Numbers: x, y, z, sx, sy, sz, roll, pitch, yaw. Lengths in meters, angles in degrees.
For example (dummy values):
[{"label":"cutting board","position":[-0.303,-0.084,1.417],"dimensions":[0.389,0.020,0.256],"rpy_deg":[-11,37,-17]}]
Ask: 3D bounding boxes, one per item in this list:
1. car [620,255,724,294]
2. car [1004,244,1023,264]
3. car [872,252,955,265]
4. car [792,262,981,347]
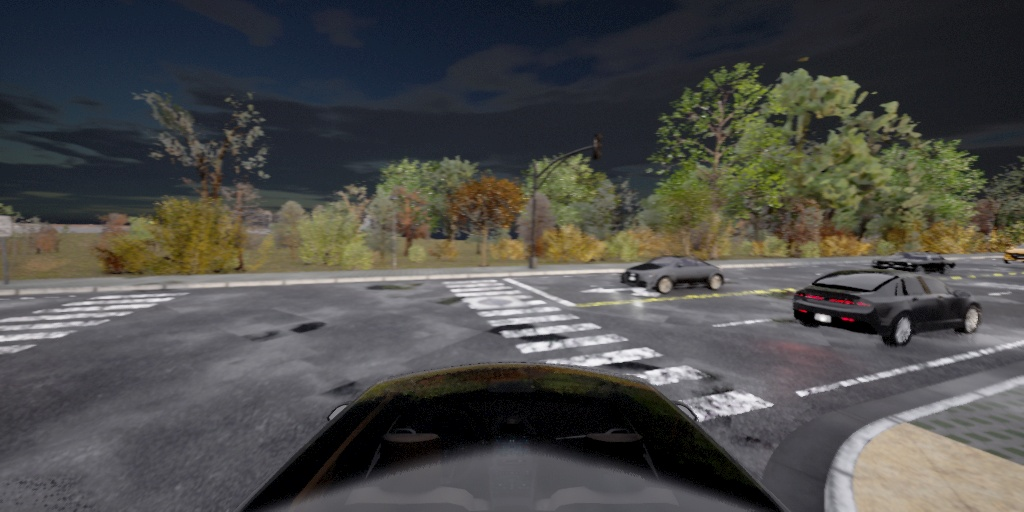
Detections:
[{"label":"car","position":[6.646,0.682,14.907],"dimensions":[4.181,1.385,1.994],"rpy_deg":[-1,5,-20]},{"label":"car","position":[39.193,-0.229,26.784],"dimensions":[5.008,1.535,1.882],"rpy_deg":[-1,4,-20]},{"label":"car","position":[23.687,0.428,21.194],"dimensions":[4.718,1.301,1.895],"rpy_deg":[-1,4,-20]},{"label":"car","position":[9.215,1.097,8.819],"dimensions":[4.892,1.490,1.837],"rpy_deg":[-1,4,-20]}]
